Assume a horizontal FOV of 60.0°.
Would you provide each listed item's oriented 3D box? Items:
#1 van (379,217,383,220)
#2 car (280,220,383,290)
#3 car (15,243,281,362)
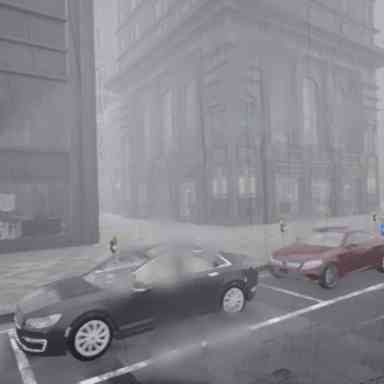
[{"bbox_3d":[8.614,1.305,12.322,3.998,1.788,1.690,-1,-1,-34],"label":"van"},{"bbox_3d":[3.945,1.623,9.172,4.206,1.307,1.802,-1,-1,-34],"label":"car"},{"bbox_3d":[-0.733,1.670,6.026,4.403,1.369,2.008,-1,-1,-34],"label":"car"}]
